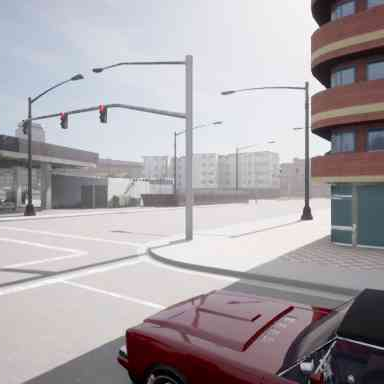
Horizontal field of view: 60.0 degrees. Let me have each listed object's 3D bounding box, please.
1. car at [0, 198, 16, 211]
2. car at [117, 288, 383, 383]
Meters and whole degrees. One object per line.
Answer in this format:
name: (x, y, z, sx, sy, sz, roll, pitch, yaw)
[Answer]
car: (-22.300, 1.456, 38.828, 3.806, 1.475, 1.970, 0, 0, 36)
car: (1.551, 1.601, 2.867, 4.718, 1.301, 1.895, 0, 0, 36)
